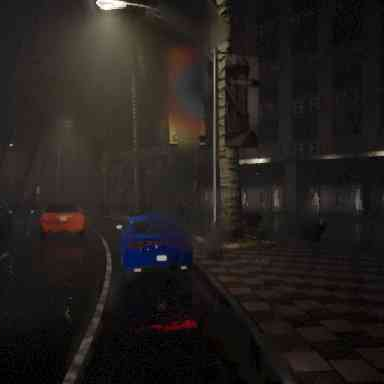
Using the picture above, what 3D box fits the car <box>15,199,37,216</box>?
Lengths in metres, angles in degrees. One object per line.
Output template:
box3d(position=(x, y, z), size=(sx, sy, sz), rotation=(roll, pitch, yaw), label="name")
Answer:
box3d(position=(-16.257, 1.490, 32.198), size=(1.837, 1.490, 4.892), rotation=(0, 0, -43), label="car")

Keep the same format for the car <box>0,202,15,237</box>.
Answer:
box3d(position=(-10.763, 1.466, 17.666), size=(1.882, 1.535, 5.008), rotation=(0, 0, -25), label="car")

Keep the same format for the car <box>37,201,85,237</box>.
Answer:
box3d(position=(-7.156, 1.344, 18.202), size=(2.097, 1.767, 4.553), rotation=(0, 0, -24), label="car")

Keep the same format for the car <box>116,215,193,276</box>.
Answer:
box3d(position=(-1.332, 1.475, 10.583), size=(1.882, 1.535, 5.008), rotation=(0, 0, -14), label="car")
